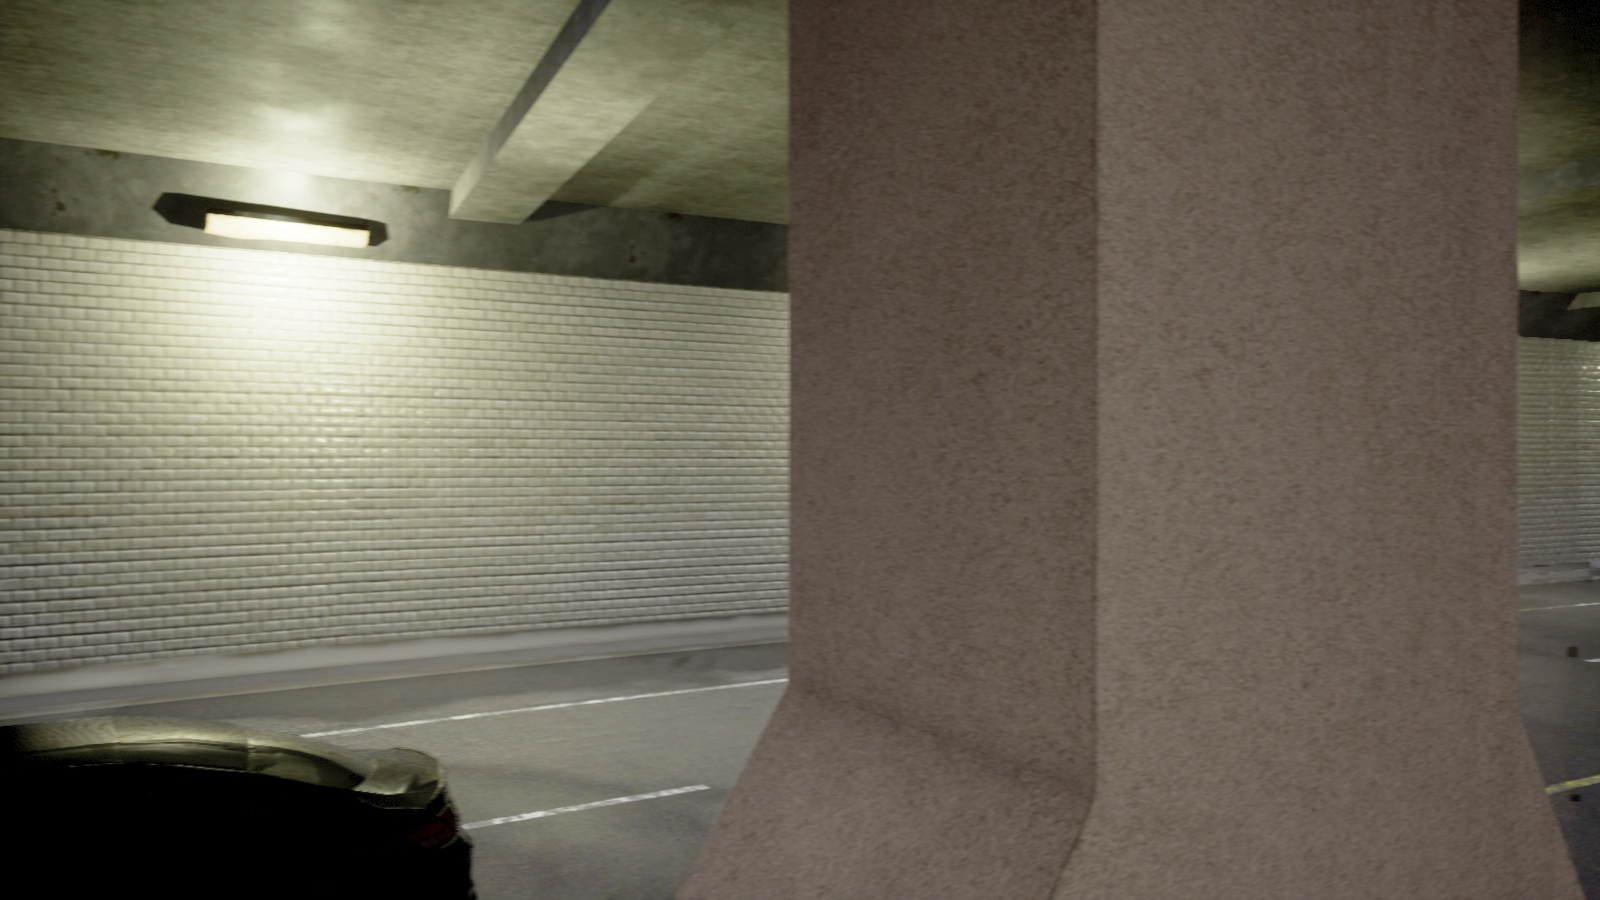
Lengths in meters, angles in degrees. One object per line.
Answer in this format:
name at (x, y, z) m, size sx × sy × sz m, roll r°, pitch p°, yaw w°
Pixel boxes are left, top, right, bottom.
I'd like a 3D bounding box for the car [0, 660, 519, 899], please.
car at (-3.903, 2.078, 5.254) m, size 4.674 × 1.442 × 2.002 m, roll 0°, pitch 0°, yaw -33°
